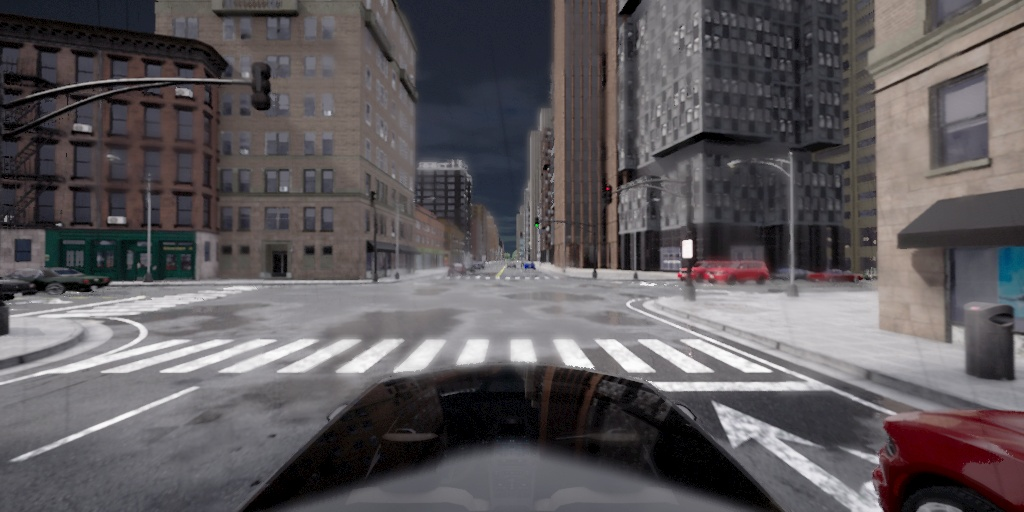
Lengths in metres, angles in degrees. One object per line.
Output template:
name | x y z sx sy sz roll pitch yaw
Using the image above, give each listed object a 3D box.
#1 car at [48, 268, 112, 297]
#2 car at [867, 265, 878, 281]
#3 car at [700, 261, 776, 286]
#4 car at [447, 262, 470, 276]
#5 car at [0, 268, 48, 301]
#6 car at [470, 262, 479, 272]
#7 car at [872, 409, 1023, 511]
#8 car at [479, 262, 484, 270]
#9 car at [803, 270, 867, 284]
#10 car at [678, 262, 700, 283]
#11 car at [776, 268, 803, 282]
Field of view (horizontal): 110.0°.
car | -22.761 1.234 17.084 4.718 1.301 1.895 1 -1 -17
car | 42.691 1.843 40.502 5.566 2.045 2.150 -1 -1 -11
car | 19.724 1.482 31.359 5.566 2.045 2.150 1 -1 -17
car | -6.650 1.633 43.892 1.812 1.442 4.674 0 0 0
car | -22.310 1.130 13.641 5.357 1.411 2.033 1 -1 -16
car | -6.656 1.684 53.853 2.128 1.511 4.902 0 0 0
car | 3.352 1.216 0.297 1.882 1.535 5.008 0 0 0
car | -6.641 1.840 63.814 1.994 1.385 4.181 0 0 0
car | 31.029 2.020 34.492 4.718 1.301 1.895 1 -1 -14
car | 18.724 1.522 34.445 5.566 2.045 2.150 1 -1 -16
car | 29.028 1.992 37.340 5.357 1.411 2.033 1 -1 -15
